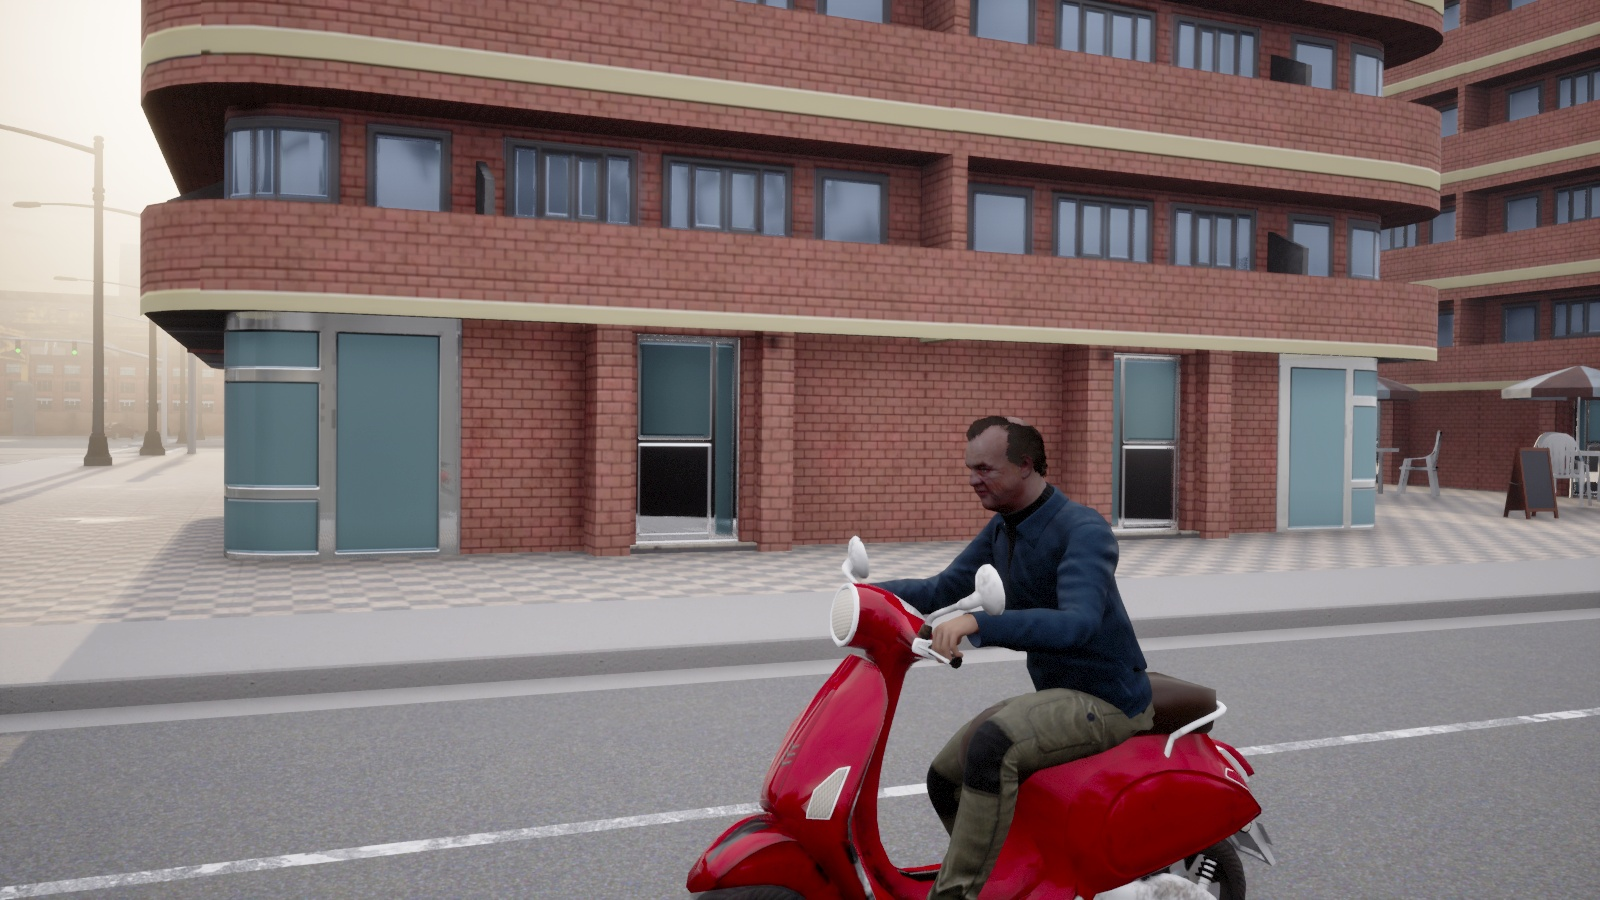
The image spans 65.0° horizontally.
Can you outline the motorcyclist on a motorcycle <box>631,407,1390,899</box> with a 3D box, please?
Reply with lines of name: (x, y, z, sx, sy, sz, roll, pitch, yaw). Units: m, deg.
motorcyclist on a motorcycle: (0.546, 0.691, 3.382, 1.817, 1.590, 0.866, -1, 1, -21)
